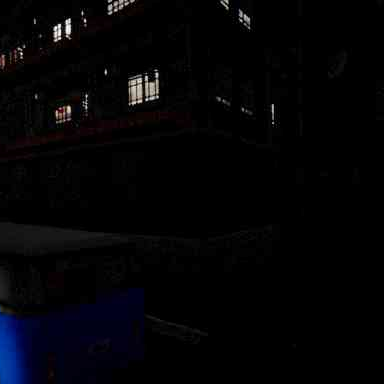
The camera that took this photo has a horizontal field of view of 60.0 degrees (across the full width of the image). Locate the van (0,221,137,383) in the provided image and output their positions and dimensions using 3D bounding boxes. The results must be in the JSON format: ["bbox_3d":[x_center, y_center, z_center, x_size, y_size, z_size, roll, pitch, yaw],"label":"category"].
[{"bbox_3d":[-2.447,1.343,4.469,3.998,1.788,1.690,0,-1,36],"label":"van"}]

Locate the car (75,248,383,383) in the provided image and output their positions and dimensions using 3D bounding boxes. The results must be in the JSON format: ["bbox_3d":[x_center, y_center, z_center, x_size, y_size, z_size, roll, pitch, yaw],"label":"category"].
[{"bbox_3d":[2.043,1.315,1.238,5.009,1.841,2.192,0,-1,36],"label":"car"}]
